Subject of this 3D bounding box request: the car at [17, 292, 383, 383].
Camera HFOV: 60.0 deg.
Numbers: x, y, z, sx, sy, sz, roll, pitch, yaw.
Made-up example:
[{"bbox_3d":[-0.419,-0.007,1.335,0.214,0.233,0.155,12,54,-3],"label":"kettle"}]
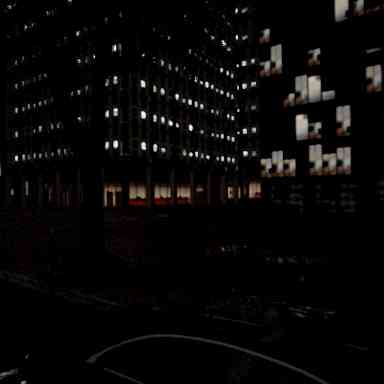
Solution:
[{"bbox_3d":[0.317,1.549,2.661,4.403,1.369,2.008,0,-1,35],"label":"car"}]
